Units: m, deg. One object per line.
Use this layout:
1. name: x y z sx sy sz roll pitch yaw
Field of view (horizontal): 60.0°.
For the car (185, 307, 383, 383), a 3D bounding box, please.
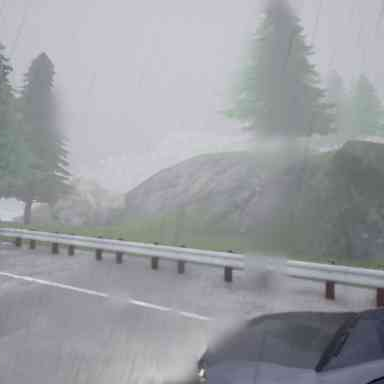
1. car: 1.944 1.541 2.291 4.181 1.385 1.994 0 0 36
